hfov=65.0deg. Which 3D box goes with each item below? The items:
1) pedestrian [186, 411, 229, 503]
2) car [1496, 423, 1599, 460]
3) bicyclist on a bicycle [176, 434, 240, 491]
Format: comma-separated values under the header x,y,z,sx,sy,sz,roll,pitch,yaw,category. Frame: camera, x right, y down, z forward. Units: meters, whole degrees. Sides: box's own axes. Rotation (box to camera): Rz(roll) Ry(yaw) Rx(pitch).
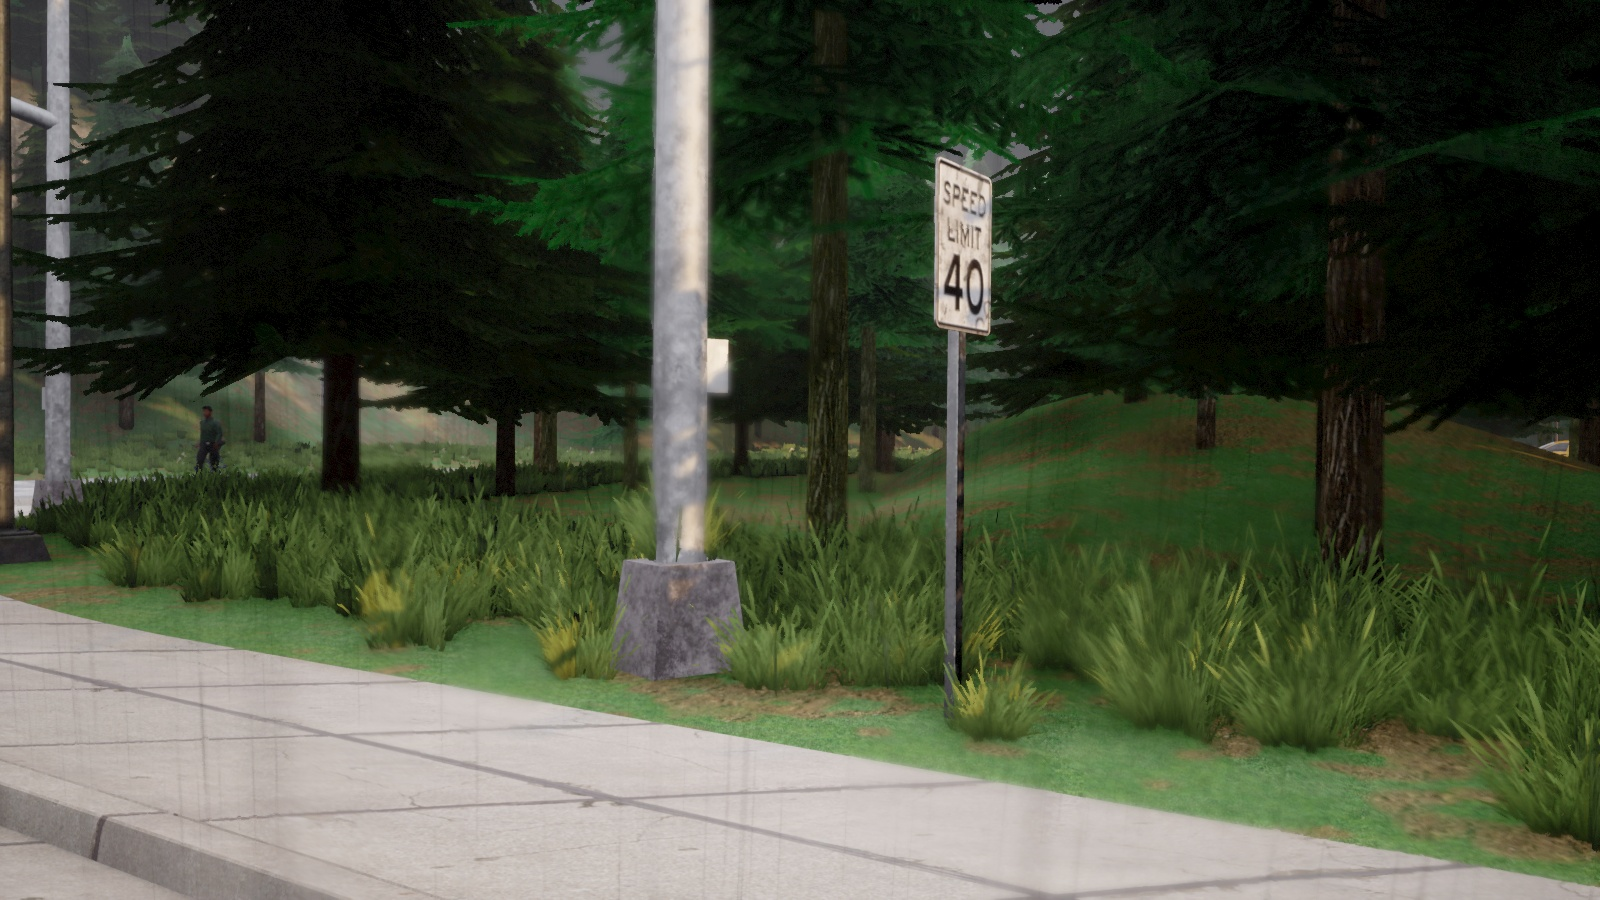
x,y,z,sx,sy,sz,roll,pitch,yaw,category
-12.700,0.141,26.930,0.423,1.949,0.788,0,1,10,pedestrian
33.110,-0.368,54.063,5.366,1.575,1.801,0,1,33,car
-17.202,0.342,36.510,0.582,1.620,1.656,0,1,27,bicyclist on a bicycle
